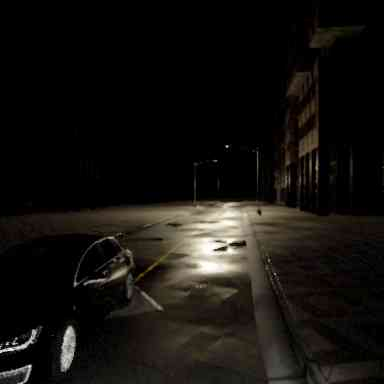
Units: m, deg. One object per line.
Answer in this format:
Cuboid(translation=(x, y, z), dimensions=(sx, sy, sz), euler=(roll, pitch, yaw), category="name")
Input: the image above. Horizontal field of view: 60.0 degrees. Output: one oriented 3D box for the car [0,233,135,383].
Cuboid(translation=(-2.307, 1.546, 5.645), dimensions=(1.837, 1.490, 4.892), euler=(0, -1, 5), category="car")
